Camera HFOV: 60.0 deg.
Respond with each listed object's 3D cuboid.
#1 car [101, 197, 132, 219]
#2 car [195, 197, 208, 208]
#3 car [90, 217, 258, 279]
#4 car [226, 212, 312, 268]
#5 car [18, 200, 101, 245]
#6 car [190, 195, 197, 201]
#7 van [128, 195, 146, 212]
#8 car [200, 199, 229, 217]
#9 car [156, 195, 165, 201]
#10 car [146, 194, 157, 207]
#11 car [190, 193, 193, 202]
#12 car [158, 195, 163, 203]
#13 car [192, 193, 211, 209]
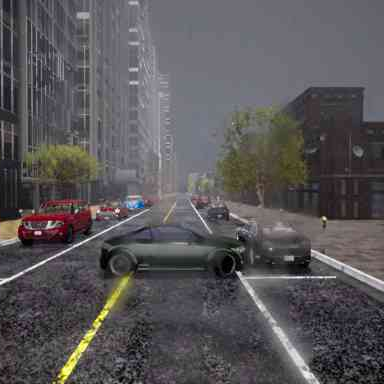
[{"bbox_3d":[-6.387,1.432,26.793,1.967,1.590,4.097,-1,0,-1],"label":"car"},{"bbox_3d":[1.400,1.509,50.032,1.752,1.417,4.829,-1,0,-1],"label":"car"},{"bbox_3d":[-0.467,1.557,9.537,4.181,1.385,1.994,0,0,-1],"label":"car"},{"bbox_3d":[2.550,1.548,11.137,2.008,1.369,4.403,-1,0,-1],"label":"car"},{"bbox_3d":[-6.188,1.310,15.725,2.192,1.841,5.009,-1,0,-1],"label":"car"},{"bbox_3d":[0.388,1.551,88.590,1.802,1.307,4.206,-1,0,-1],"label":"car"},{"bbox_3d":[-6.686,1.329,38.586,1.690,1.788,3.998,-1,0,-1],"label":"van"},{"bbox_3d":[2.016,1.543,26.996,2.008,1.369,4.403,-1,0,-1],"label":"car"},{"bbox_3d":[-7.841,1.496,82.679,1.752,1.417,4.829,-1,0,-1],"label":"car"},{"bbox_3d":[-6.977,1.299,49.652,2.192,1.841,5.009,-1,0,-1],"label":"car"},{"bbox_3d":[0.819,1.290,71.993,2.192,1.841,5.009,-1,0,-1],"label":"car"},{"bbox_3d":[-7.410,1.522,66.251,1.887,1.381,4.507,-1,0,-1],"label":"car"},{"bbox_3d":[1.546,1.301,44.329,2.192,1.841,5.009,-1,0,-1],"label":"car"}]
